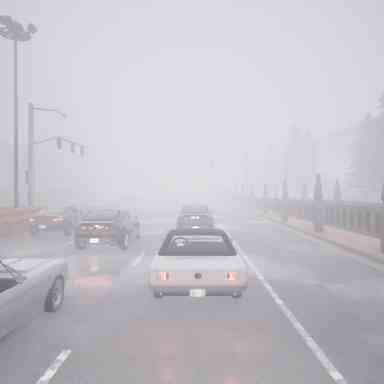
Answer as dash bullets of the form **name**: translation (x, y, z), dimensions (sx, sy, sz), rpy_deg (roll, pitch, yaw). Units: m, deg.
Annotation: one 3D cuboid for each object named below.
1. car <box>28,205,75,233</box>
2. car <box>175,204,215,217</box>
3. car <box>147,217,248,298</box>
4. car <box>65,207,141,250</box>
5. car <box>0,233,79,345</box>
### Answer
- **car**: translation (-6.858, 1.408, 17.487), dimensions (1.812, 1.442, 4.674), rpy_deg (0, 0, -1)
- **car**: translation (0.171, 1.386, 17.586), dimensions (1.837, 1.490, 4.892), rpy_deg (0, 0, 0)
- **car**: translation (0.123, 1.550, 8.326), dimensions (1.895, 1.301, 4.718), rpy_deg (0, 0, 0)
- **car**: translation (-3.349, 1.413, 13.861), dimensions (1.837, 1.490, 4.892), rpy_deg (0, 0, 0)
- **car**: translation (-3.389, 1.577, 4.634), dimensions (1.895, 1.301, 4.718), rpy_deg (0, 0, 0)
